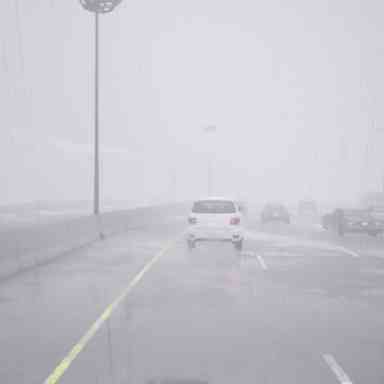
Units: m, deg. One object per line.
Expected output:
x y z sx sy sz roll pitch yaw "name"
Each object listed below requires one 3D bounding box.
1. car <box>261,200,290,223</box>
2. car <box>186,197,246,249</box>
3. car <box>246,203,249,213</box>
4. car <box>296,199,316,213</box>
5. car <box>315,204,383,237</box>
6.326 1.575 25.512 1.994 1.385 4.181 0 0 11 "car"
1.067 1.224 14.690 2.150 2.045 5.566 0 0 6 "car"
4.767 1.501 34.409 2.128 1.511 4.902 0 0 14 "car"
12.682 1.514 36.799 2.128 1.511 4.902 0 0 16 "car"
8.563 1.563 18.284 2.033 1.411 5.357 0 0 8 "car"
